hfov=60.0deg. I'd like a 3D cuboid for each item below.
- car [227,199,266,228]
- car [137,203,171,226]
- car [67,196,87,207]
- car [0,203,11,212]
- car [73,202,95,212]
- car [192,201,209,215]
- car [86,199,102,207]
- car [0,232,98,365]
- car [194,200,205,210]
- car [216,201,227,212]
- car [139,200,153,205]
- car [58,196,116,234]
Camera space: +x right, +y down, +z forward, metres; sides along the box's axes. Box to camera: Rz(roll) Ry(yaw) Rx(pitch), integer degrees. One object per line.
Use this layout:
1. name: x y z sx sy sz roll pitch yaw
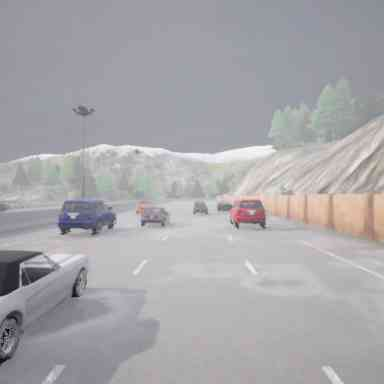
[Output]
1. car: 4.137 1.560 25.215 2.150 2.045 5.566 0 -1 2
2. car: -2.836 1.897 26.508 2.033 1.411 5.357 0 -1 2
3. car: -23.292 1.905 67.530 2.150 2.045 5.566 0 -1 0
4. car: -27.036 2.130 45.540 2.033 1.411 5.357 0 -1 1
5. car: -16.478 2.225 50.921 1.994 1.385 4.181 0 -1 1
6. car: 1.074 2.052 42.240 2.128 1.511 4.902 0 -1 1
7. car: -19.792 2.183 67.529 1.837 1.490 4.892 0 -1 0
8. car: -3.365 1.677 5.878 1.895 1.301 4.718 0 -1 1
9. car: 1.229 2.234 57.206 1.882 1.535 5.008 0 -1 0
10. car: 4.666 2.137 49.649 1.882 1.535 5.008 0 -1 1
11. car: -5.907 1.926 43.773 2.097 1.767 4.553 0 -1 1
12. car: -6.497 1.499 21.105 2.150 2.045 5.566 0 -1 2
